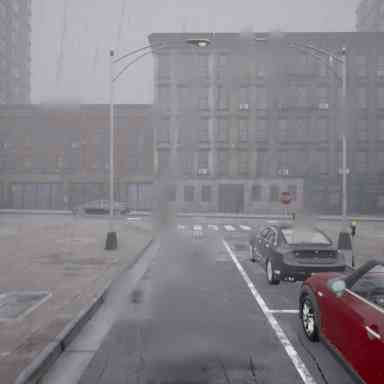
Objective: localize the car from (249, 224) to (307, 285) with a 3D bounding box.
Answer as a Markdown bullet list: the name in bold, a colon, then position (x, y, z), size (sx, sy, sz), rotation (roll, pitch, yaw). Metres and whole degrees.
- **car**: position (2.692, 1.553, 9.263), size (2.008, 1.369, 4.403), rotation (0, 0, 0)

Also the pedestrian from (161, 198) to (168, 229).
- **pedestrian**: position (-1.637, 1.300, 20.026), size (0.375, 1.860, 0.375), rotation (0, 0, 0)

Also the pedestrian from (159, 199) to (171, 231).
- **pedestrian**: position (-1.570, 1.298, 19.199), size (0.375, 1.860, 0.375), rotation (0, 0, 0)

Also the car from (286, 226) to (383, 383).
- **car**: position (2.664, 1.441, 3.759), size (1.967, 1.590, 4.097), rotation (0, 0, 0)

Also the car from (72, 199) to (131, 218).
- **car**: position (-7.720, 1.379, 28.478), size (4.902, 1.511, 2.128), rotation (1, 0, 1)
